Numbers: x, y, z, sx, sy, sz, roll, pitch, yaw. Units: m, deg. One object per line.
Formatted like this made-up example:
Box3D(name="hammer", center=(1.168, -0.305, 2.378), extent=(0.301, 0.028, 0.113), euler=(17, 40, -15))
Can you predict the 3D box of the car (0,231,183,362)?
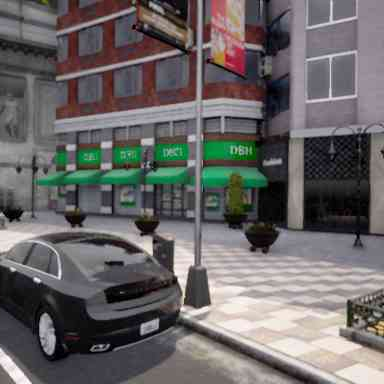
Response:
Box3D(name="car", center=(-2.275, 1.475, 5.996), extent=(4.892, 1.490, 1.837), euler=(1, 0, 44))
